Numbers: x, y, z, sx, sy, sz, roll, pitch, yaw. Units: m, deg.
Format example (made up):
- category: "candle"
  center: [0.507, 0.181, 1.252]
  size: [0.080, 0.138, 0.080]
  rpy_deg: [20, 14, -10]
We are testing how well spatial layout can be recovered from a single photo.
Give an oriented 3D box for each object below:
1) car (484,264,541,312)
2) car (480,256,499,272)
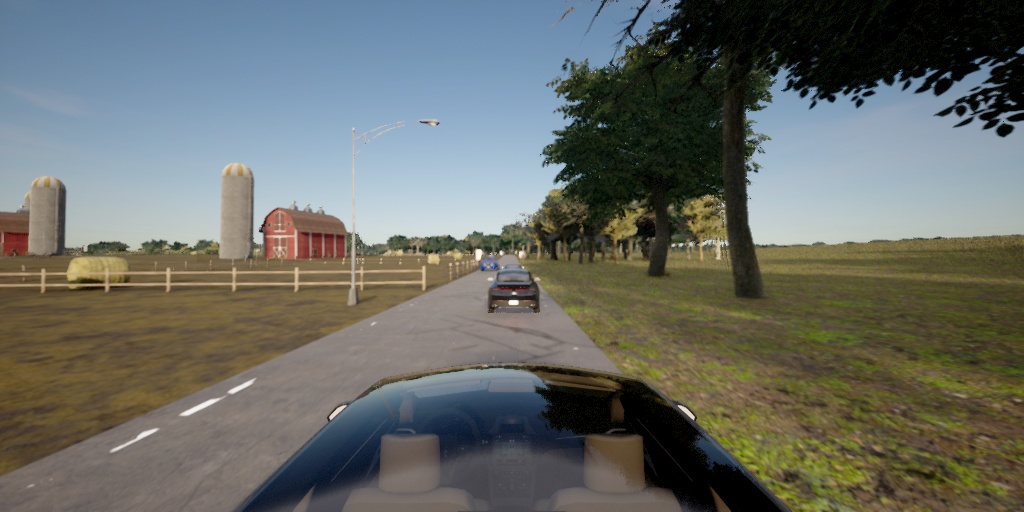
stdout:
- category: "car"
  center: [0.073, 1.262, 14.191]
  size: [1.837, 1.490, 4.892]
  rpy_deg: [0, 0, 0]
- category: "car"
  center: [-2.841, 0.972, 46.020]
  size: [2.150, 2.045, 5.566]
  rpy_deg: [0, 0, 0]
